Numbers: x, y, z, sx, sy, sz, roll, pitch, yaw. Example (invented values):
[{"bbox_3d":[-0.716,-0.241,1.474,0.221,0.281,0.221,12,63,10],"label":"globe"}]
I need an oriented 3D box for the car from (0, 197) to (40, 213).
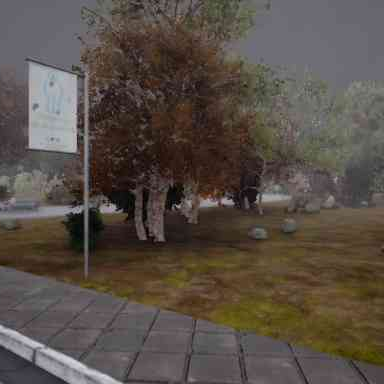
[{"bbox_3d":[-19.511,1.558,37.226,1.994,1.385,4.181,0,0,39],"label":"car"}]
